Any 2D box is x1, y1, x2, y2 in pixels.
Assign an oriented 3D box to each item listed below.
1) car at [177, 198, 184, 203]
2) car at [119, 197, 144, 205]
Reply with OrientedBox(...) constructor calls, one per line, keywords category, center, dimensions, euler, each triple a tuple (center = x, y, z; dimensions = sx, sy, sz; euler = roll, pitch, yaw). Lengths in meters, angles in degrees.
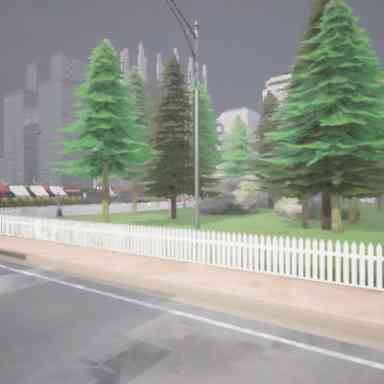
OrientedBox(category="car", center=(-3.486, 1.442, 62.898), dimensions=(2.097, 1.767, 4.553), euler=(0, 0, 34))
OrientedBox(category="car", center=(-10.581, 1.576, 58.732), dimensions=(1.882, 1.535, 5.008), euler=(0, 0, 34))
